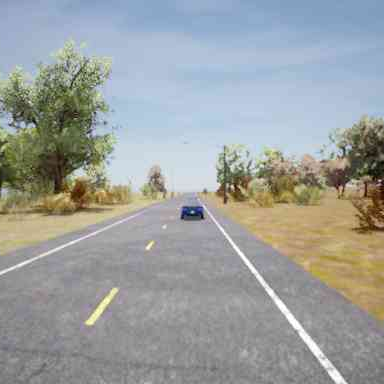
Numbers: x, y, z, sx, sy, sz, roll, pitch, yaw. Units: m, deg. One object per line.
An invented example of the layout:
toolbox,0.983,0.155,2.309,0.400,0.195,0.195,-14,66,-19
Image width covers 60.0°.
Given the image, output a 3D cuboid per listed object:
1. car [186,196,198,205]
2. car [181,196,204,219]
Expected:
car,0.020,1.428,56.110,1.994,1.385,4.181,0,0,0
car,0.049,1.419,28.623,1.882,1.535,5.008,0,0,1
